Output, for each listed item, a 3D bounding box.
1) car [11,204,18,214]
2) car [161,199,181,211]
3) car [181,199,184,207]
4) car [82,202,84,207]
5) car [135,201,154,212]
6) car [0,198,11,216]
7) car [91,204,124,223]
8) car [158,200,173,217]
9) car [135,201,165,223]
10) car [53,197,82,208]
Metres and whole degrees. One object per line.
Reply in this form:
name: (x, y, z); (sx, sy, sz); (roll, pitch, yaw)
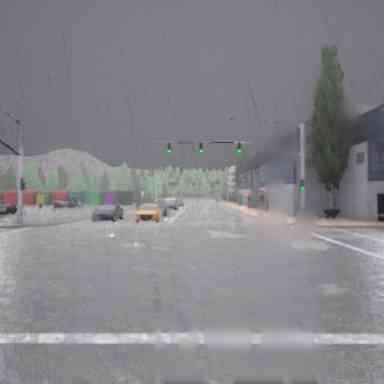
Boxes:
car: (-21.293, 1.545, 36.546); (3.866, 1.878, 1.905); (0, -1, 0)
car: (-3.187, 2.013, 50.413); (1.882, 1.535, 5.008); (0, -1, 2)
car: (-2.640, 2.192, 65.864); (2.128, 1.511, 4.902); (0, -1, 2)
car: (-21.239, 2.023, 59.061); (3.806, 1.475, 1.970); (0, -1, 0)
car: (-6.766, 2.072, 47.794); (1.994, 1.385, 4.181); (0, -1, 2)
car: (-21.358, 1.512, 33.652); (4.605, 1.855, 1.932); (0, -1, 0)
car: (-7.174, 1.784, 28.760); (1.882, 1.535, 5.008); (0, -1, 1)
car: (-3.484, 1.885, 35.814); (1.837, 1.490, 4.892); (0, -1, 1)
car: (-3.644, 1.782, 28.586); (1.882, 1.535, 5.008); (0, -1, -1)
car: (-21.260, 1.753, 56.169); (3.866, 1.878, 1.905); (0, -1, 0)
